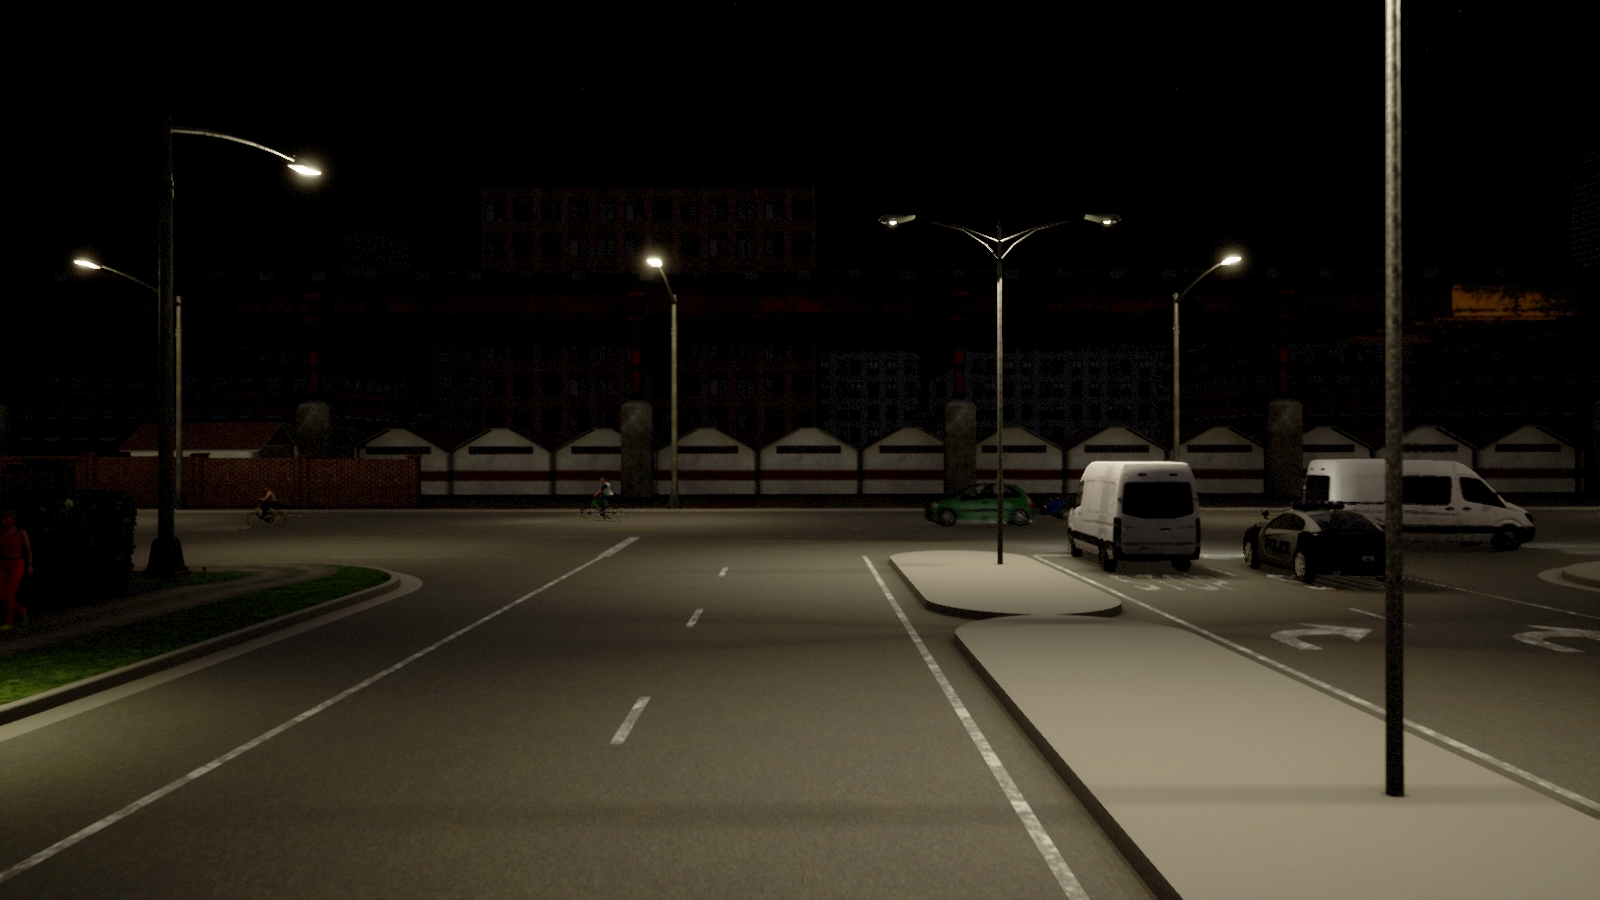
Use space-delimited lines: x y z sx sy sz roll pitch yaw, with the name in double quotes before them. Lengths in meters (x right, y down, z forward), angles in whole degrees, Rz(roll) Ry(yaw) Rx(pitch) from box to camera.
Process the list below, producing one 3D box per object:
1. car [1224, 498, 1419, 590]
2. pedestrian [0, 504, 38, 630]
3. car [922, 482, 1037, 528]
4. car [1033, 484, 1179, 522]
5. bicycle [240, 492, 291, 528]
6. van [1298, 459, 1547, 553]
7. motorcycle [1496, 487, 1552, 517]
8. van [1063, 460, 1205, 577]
"car" 11.431 1.989 25.524 2.097 1.638 5.238 0 0 2
"pedestrian" -11.741 1.746 17.134 0.375 1.860 0.375 0 0 0
"car" 6.666 2.038 42.747 3.988 1.617 1.851 0 0 0
"car" 12.305 2.136 46.235 5.357 1.411 2.033 0 0 0
"bicycle" -20.021 2.245 42.833 1.487 1.301 0.859 0 0 0
"van" 17.442 1.536 32.219 5.915 2.561 1.988 0 0 0
"motorcycle" 30.305 2.173 47.852 1.805 1.236 0.856 0 0 -1
"van" 8.114 1.553 28.411 1.988 2.561 5.915 0 0 2
